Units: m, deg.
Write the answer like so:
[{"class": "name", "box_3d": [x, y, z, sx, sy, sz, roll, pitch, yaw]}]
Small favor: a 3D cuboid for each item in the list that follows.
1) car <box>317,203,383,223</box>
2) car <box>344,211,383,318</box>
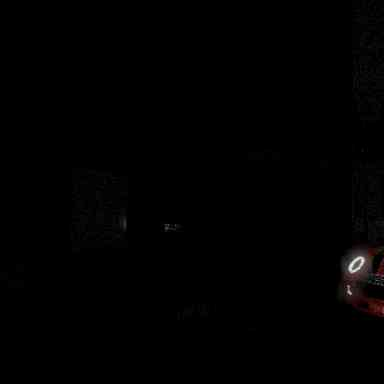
[{"class": "car", "box_3d": [12.546, 1.612, 26.208, 1.895, 1.301, 4.718, 2, -1, -36]}, {"class": "car", "box_3d": [5.045, 1.349, 6.649, 4.553, 1.767, 2.097, 0, 0, -36]}]
